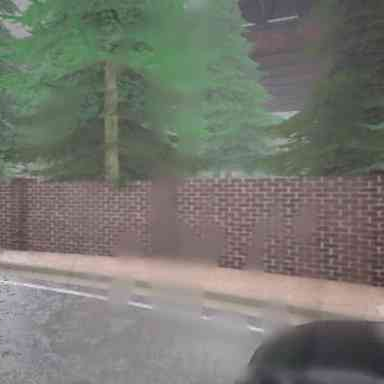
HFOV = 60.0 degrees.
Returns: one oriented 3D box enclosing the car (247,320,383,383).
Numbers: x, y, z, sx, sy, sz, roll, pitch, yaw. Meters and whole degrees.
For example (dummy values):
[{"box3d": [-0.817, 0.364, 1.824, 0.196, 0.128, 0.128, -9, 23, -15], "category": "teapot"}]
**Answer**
[{"box3d": [2.545, 1.489, 1.861, 4.674, 1.442, 1.812, 0, 1, 36], "category": "car"}]
